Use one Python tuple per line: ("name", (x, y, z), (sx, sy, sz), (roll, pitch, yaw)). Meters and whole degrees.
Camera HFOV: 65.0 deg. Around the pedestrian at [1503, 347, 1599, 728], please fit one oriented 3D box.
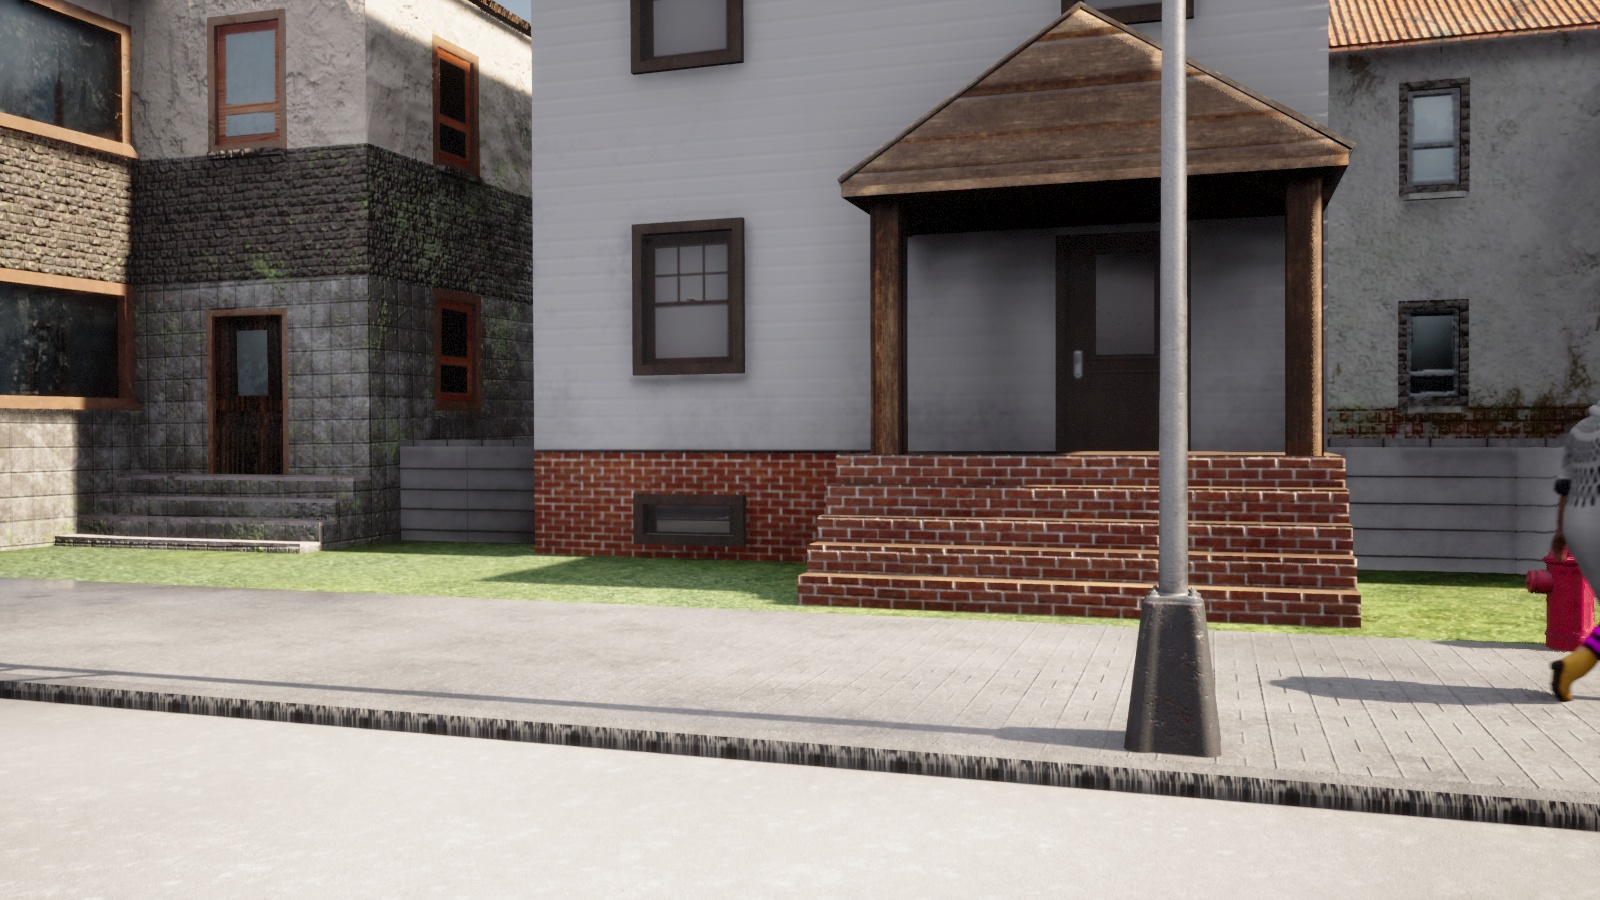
("pedestrian", (4.378, 0.445, 6.723), (0.873, 1.952, 0.659), (0, 1, 8))
